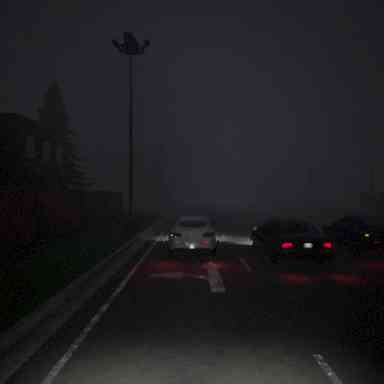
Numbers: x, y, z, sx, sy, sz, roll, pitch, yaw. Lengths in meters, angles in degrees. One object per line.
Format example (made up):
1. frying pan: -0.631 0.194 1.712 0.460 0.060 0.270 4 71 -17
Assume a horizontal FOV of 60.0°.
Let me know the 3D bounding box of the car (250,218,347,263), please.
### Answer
1. car: 3.504 1.681 12.516 2.033 1.411 5.357 0 -1 0

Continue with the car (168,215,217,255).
1. car: 0.021 1.674 13.892 1.812 1.442 4.674 0 0 1

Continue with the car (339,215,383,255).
1. car: 7.021 1.673 13.899 1.812 1.442 4.674 0 0 1
